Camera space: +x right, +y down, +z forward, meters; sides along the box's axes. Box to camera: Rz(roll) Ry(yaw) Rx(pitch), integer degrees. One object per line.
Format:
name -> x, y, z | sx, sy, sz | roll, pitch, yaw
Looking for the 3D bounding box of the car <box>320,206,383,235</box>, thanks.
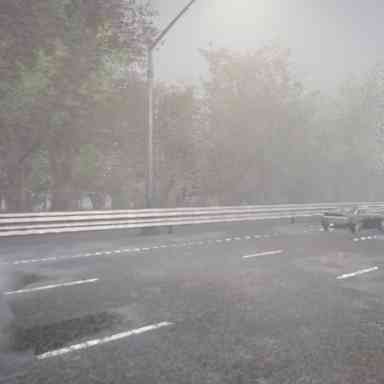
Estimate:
car -> 9.371, 1.536, 19.032 | 4.902, 1.511, 2.128 | 0, 0, -36
